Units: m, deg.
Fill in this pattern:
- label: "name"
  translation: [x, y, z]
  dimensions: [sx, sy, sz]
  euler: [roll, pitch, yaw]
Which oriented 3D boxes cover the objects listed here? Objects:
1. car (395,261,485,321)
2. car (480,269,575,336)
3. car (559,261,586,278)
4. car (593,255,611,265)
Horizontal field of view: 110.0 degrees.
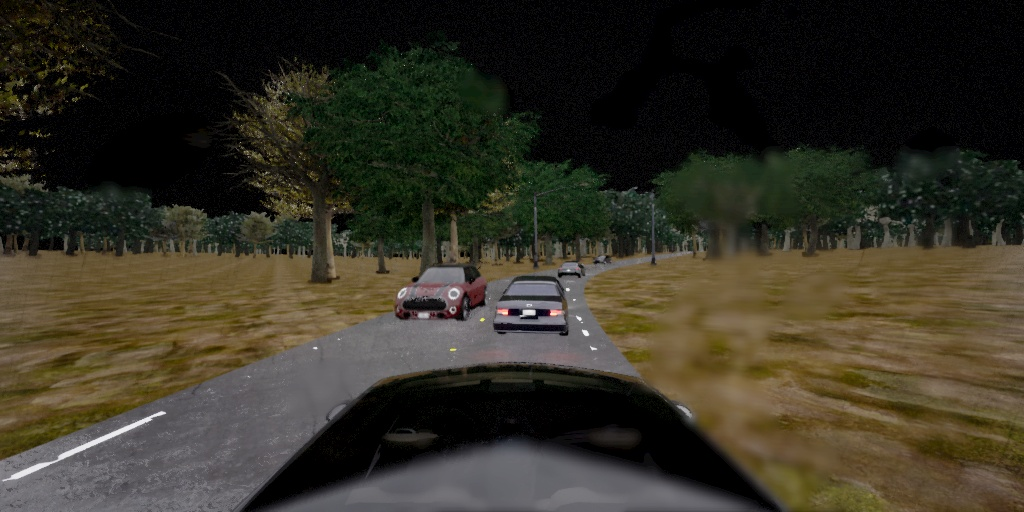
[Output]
- label: "car"
  translation: [-2.210, 1.084, 12.367]
  dimensions: [2.097, 1.767, 4.553]
  euler: [0, 0, 8]
- label: "car"
  translation: [0.688, 1.280, 10.384]
  dimensions: [2.033, 1.411, 5.357]
  euler: [0, 0, 7]
- label: "car"
  translation: [5.229, 1.126, 31.162]
  dimensions: [1.994, 1.385, 4.181]
  euler: [0, 0, 18]
- label: "car"
  translation: [14.487, 0.616, 57.474]
  dimensions: [1.837, 1.490, 4.892]
  euler: [-1, 1, 32]
